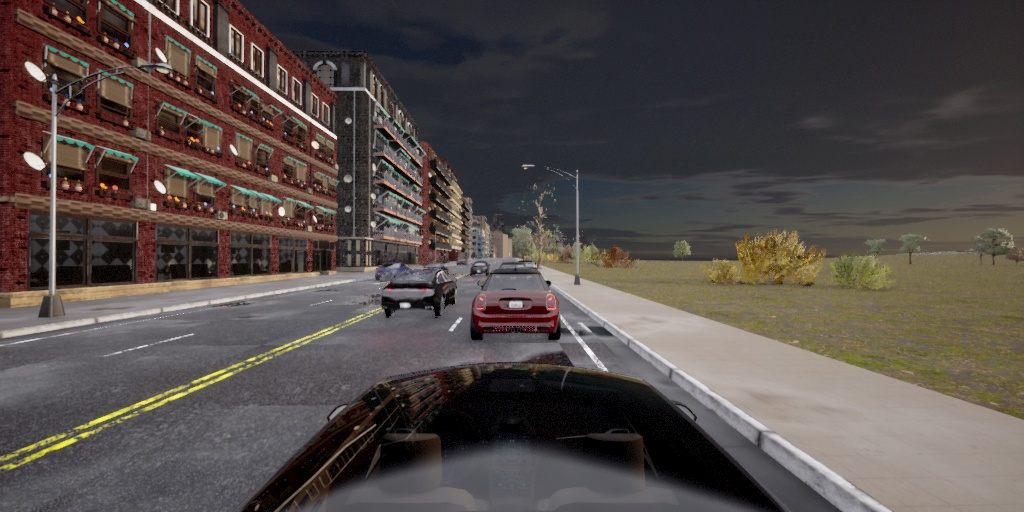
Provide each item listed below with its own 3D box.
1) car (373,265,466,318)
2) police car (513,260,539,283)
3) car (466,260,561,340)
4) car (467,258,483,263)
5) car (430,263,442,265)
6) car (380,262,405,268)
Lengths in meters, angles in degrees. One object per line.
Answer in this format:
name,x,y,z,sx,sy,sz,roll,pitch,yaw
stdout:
car,-3.176,1.242,13.066,2.128,1.511,4.902,0,0,0
police car,1.079,1.176,29.369,1.930,1.638,5.238,0,0,0
car,0.075,1.103,10.100,2.097,1.767,4.553,0,0,0
car,-3.232,1.275,37.129,1.812,1.442,4.674,0,0,0
car,-6.663,1.314,31.108,1.994,1.385,4.181,0,0,0
car,-9.911,1.276,30.129,1.812,1.442,4.674,0,0,0
